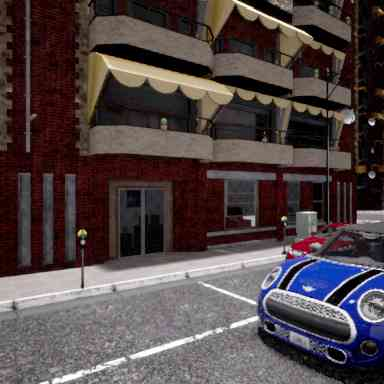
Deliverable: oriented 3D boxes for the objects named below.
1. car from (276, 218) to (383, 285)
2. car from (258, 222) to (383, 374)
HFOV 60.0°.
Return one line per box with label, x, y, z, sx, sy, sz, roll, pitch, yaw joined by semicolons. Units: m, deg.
car;4.616;1.582;9.901;4.206;1.307;1.802;0;0;-35
car;3.242;1.352;5.681;4.553;1.767;2.097;0;0;-35
